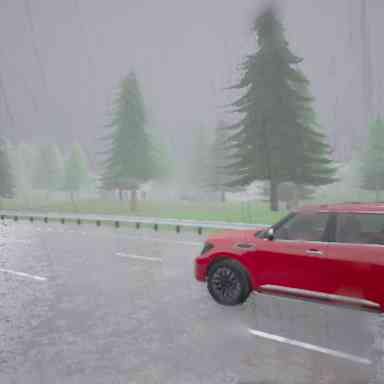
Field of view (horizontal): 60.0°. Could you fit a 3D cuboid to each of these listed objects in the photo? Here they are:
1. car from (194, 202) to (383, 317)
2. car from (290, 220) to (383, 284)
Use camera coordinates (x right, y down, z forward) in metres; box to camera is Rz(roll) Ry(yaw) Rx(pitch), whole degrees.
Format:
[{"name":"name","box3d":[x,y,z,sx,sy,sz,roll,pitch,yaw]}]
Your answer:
[{"name":"car","box3d":[2.703,1.207,6.288,5.566,2.045,2.150,0,0,35]},{"name":"car","box3d":[5.229,1.579,8.780,4.718,1.301,1.895,0,0,35]}]
